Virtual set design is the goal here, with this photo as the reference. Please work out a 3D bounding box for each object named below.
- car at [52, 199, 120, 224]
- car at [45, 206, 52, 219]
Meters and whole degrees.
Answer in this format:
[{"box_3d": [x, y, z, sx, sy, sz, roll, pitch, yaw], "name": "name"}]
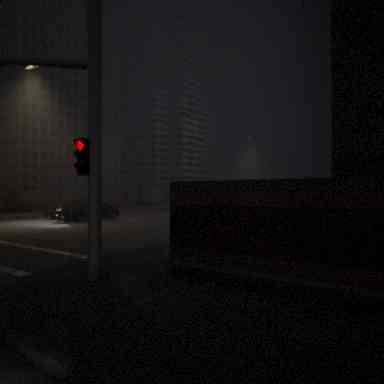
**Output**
[{"box_3d": [-7.815, 1.538, 25.624, 1.837, 1.490, 4.892, 0, 0, 36], "name": "car"}, {"box_3d": [-10.122, 1.393, 28.405, 2.097, 1.767, 4.553, 0, 0, 36], "name": "car"}]
